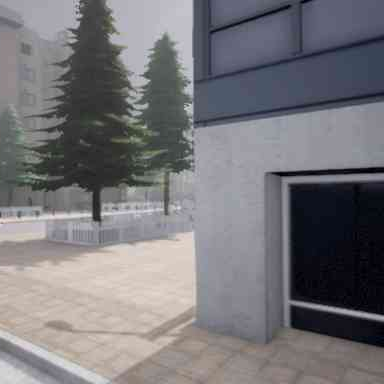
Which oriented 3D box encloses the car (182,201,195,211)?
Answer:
[{"bbox_3d":[0.488,1.915,45.255,1.895,1.301,4.718,-1,0,34],"label":"car"}]
